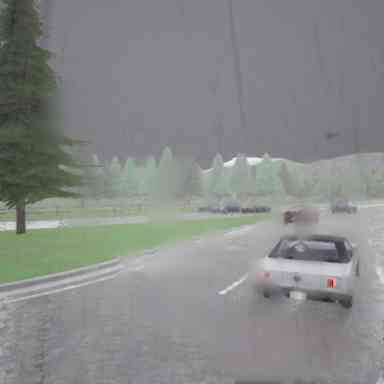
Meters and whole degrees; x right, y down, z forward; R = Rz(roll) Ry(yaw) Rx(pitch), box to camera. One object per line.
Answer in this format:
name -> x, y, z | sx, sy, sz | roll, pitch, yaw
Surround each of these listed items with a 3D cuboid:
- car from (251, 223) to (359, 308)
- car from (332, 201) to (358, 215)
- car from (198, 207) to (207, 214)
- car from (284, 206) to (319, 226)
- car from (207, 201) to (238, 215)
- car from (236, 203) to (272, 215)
car -> 3.095, 1.714, 8.313 | 1.895, 1.301, 4.718 | -1, -1, 29
car -> 19.238, 1.844, 41.709 | 2.097, 1.767, 4.553 | -1, -1, 38
car -> 2.976, 2.395, 47.620 | 1.895, 1.301, 4.718 | -2, -1, 45
car -> 8.848, 1.837, 26.641 | 1.882, 1.535, 5.008 | -1, -1, 32
car -> 4.671, 2.069, 44.381 | 2.097, 1.767, 4.553 | -2, -1, 45
car -> 8.275, 2.250, 43.033 | 1.895, 1.301, 4.718 | -2, -1, 45
